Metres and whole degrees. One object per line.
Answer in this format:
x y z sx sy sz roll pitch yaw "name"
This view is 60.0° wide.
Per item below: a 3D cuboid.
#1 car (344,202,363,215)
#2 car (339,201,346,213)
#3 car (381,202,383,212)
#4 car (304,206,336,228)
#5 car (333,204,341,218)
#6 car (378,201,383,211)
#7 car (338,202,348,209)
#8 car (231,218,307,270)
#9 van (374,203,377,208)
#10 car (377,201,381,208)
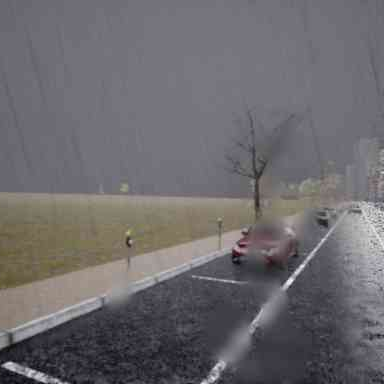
23.692 2.548 48.410 2.033 1.411 5.357 1 -1 26 "car"
22.730 2.550 52.229 1.752 1.417 4.829 2 0 26 "car"
32.703 2.774 54.620 1.752 1.417 4.829 2 0 26 "car"
10.271 2.066 27.046 1.947 1.339 4.313 2 0 26 "car"
15.284 2.292 37.180 1.802 1.307 4.206 2 0 26 "car"
35.137 2.902 59.540 2.008 1.369 4.403 2 0 26 "car"
35.337 3.108 77.716 2.008 1.369 4.403 2 0 26 "car"
2.751 1.767 11.845 1.802 1.307 4.206 2 0 26 "car"
42.672 3.011 74.761 1.690 1.788 3.998 2 0 26 "van"
37.650 2.897 64.614 1.967 1.590 4.097 2 0 26 "car"
